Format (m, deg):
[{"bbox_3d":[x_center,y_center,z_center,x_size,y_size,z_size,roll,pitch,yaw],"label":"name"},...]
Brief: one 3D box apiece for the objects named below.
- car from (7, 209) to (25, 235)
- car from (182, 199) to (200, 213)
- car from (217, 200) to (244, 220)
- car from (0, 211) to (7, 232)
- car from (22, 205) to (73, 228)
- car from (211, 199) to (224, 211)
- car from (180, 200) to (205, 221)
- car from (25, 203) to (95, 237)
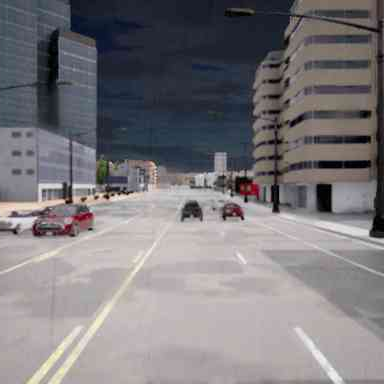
[{"bbox_3d":[-10.533,1.749,20.089,1.895,1.301,4.718,0,0,0],"label":"car"},{"bbox_3d":[-0.038,1.656,40.328,2.033,1.411,5.357,0,1,0],"label":"car"},{"bbox_3d":[3.560,1.713,30.112,1.812,1.442,4.674,0,0,0],"label":"car"},{"bbox_3d":[-10.616,1.592,14.449,2.128,1.511,4.902,0,-1,0],"label":"car"},{"bbox_3d":[-10.599,1.746,24.787,1.994,1.385,4.181,0,0,0],"label":"car"},{"bbox_3d":[3.525,1.593,42.955,1.812,1.442,4.674,0,1,0],"label":"car"},{"bbox_3d":[0.015,1.694,29.159,1.837,1.490,4.892,0,0,0],"label":"car"},{"bbox_3d":[-7.044,1.486,18.686,2.097,1.767,4.553,0,0,0],"label":"car"}]
